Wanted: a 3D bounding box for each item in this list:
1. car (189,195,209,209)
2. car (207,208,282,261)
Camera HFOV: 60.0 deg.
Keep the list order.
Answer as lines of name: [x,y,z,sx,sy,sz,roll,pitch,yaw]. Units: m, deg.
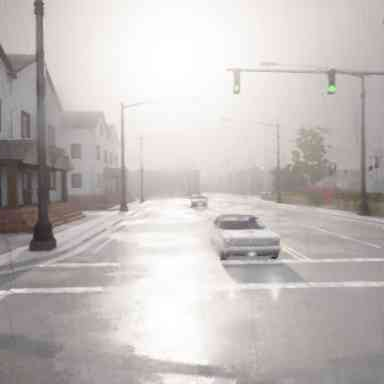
car: [0.720,1.083,36.829,2.128,1.511,4.902,-1,2,-2]
car: [1.690,1.489,11.968,1.895,1.301,4.718,-1,1,-2]
